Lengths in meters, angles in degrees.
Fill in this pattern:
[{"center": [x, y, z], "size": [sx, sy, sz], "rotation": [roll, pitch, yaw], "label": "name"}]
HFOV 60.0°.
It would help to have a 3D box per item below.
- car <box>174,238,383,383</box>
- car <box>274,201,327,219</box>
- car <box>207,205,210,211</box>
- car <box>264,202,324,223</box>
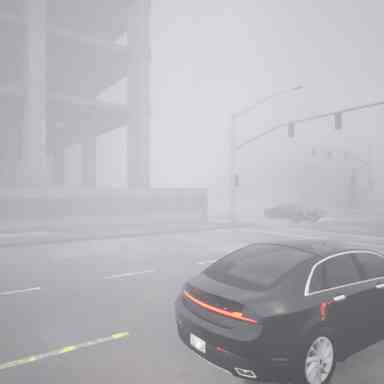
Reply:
[{"center": [2.052, 1.505, 5.255], "size": [4.892, 1.490, 1.837], "rotation": [0, 0, -35], "label": "car"}, {"center": [9.663, 1.564, 29.907], "size": [1.994, 1.385, 4.181], "rotation": [0, 0, -36], "label": "car"}, {"center": [-0.233, 1.547, 37.597], "size": [2.033, 1.411, 5.357], "rotation": [0, 0, -36], "label": "car"}, {"center": [7.647, 1.601, 25.503], "size": [1.895, 1.301, 4.718], "rotation": [0, 0, -24], "label": "car"}]
